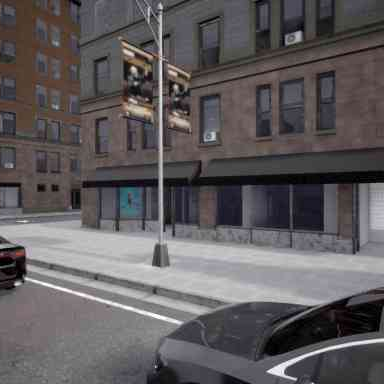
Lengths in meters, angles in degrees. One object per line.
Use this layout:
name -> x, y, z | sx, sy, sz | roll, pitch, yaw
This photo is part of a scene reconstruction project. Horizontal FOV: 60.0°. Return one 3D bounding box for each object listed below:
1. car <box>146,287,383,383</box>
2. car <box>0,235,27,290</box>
car -> 1.823, 1.505, 2.388 | 4.892, 1.490, 1.837 | 0, 0, 35
car -> -5.911, 1.478, 7.878 | 5.008, 1.535, 1.882 | 0, 0, 35
